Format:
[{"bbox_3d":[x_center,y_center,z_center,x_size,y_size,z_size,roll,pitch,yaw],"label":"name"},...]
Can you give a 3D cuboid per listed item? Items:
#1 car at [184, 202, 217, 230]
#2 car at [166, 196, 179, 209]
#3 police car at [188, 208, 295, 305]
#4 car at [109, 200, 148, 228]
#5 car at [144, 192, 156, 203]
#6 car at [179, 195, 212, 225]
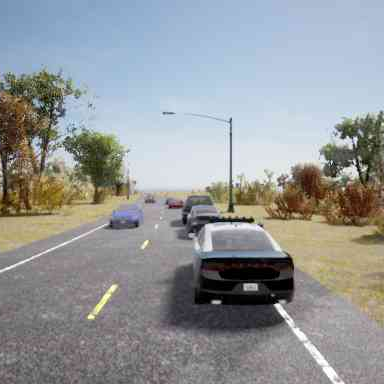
[{"bbox_3d":[0.651,1.496,18.216,1.837,1.490,4.892,0,0,-2],"label":"car"},{"bbox_3d":[-2.205,1.533,45.528,1.994,1.385,4.181,0,0,-5],"label":"car"},{"bbox_3d":[0.953,1.422,8.275,1.930,1.638,5.238,0,0,-1],"label":"police car"},{"bbox_3d":[-4.202,1.514,21.991,1.812,1.442,4.674,0,0,-3],"label":"car"},{"bbox_3d":[-8.028,1.299,64.671,2.097,1.767,4.553,0,0,-7],"label":"car"},{"bbox_3d":[0.367,1.207,24.274,2.150,2.045,5.566,0,0,-3],"label":"car"}]
